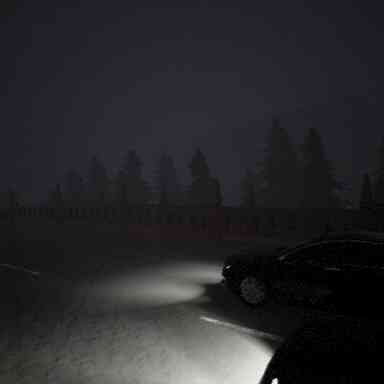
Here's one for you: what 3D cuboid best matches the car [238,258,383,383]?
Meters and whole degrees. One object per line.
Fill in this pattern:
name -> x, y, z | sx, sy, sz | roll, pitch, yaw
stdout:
car -> 2.535, 1.569, 2.183 | 4.181, 1.385, 1.994 | 0, 0, 35

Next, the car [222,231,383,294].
car -> 2.888, 1.500, 6.231 | 4.892, 1.490, 1.837 | 1, 0, 36
